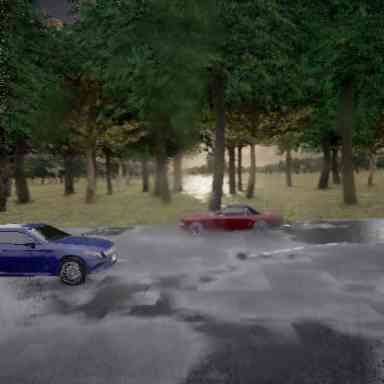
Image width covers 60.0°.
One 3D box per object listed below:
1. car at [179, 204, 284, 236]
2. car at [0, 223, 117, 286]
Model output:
[{"bbox_3d":[1.762,1.269,15.714,4.718,1.301,1.895,-2,2,3],"label":"car"},{"bbox_3d":[-4.427,1.574,9.004,4.674,1.442,1.812,-2,1,3],"label":"car"}]
